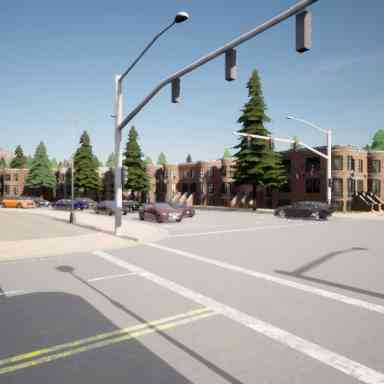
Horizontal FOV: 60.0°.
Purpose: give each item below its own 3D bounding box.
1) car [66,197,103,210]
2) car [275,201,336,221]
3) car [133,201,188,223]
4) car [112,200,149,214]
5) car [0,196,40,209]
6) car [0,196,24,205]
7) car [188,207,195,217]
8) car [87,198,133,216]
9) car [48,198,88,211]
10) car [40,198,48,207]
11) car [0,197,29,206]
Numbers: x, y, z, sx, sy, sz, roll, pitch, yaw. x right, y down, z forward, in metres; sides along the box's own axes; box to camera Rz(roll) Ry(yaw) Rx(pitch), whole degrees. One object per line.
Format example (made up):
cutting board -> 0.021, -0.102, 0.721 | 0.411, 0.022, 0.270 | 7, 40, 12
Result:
car -> -14.256, 1.490, 43.852 | 4.902, 1.511, 2.128 | 0, 0, 36
car -> 9.244, 1.504, 27.479 | 4.892, 1.490, 1.837 | 0, 3, 45
car -> -2.543, 1.525, 25.566 | 1.812, 1.442, 4.674 | 0, 0, -35
car -> -6.908, 1.600, 37.017 | 1.895, 1.301, 4.718 | 0, 0, -41
car -> -23.615, 1.351, 45.436 | 4.553, 1.767, 2.097 | 0, 0, 25
car -> -32.666, 1.478, 59.058 | 5.008, 1.535, 1.882 | -1, 0, 9
car -> -1.553, 1.563, 30.084 | 1.994, 1.385, 4.181 | 0, 0, -37
car -> -8.215, 1.546, 33.250 | 2.033, 1.411, 5.357 | 0, 0, -38
car -> -14.898, 1.600, 40.030 | 4.718, 1.301, 1.895 | 0, 0, 38
car -> -23.202, 1.491, 49.116 | 4.902, 1.511, 2.128 | 0, 0, 23
car -> -30.026, 1.547, 55.153 | 5.357, 1.411, 2.033 | 0, 0, 12
